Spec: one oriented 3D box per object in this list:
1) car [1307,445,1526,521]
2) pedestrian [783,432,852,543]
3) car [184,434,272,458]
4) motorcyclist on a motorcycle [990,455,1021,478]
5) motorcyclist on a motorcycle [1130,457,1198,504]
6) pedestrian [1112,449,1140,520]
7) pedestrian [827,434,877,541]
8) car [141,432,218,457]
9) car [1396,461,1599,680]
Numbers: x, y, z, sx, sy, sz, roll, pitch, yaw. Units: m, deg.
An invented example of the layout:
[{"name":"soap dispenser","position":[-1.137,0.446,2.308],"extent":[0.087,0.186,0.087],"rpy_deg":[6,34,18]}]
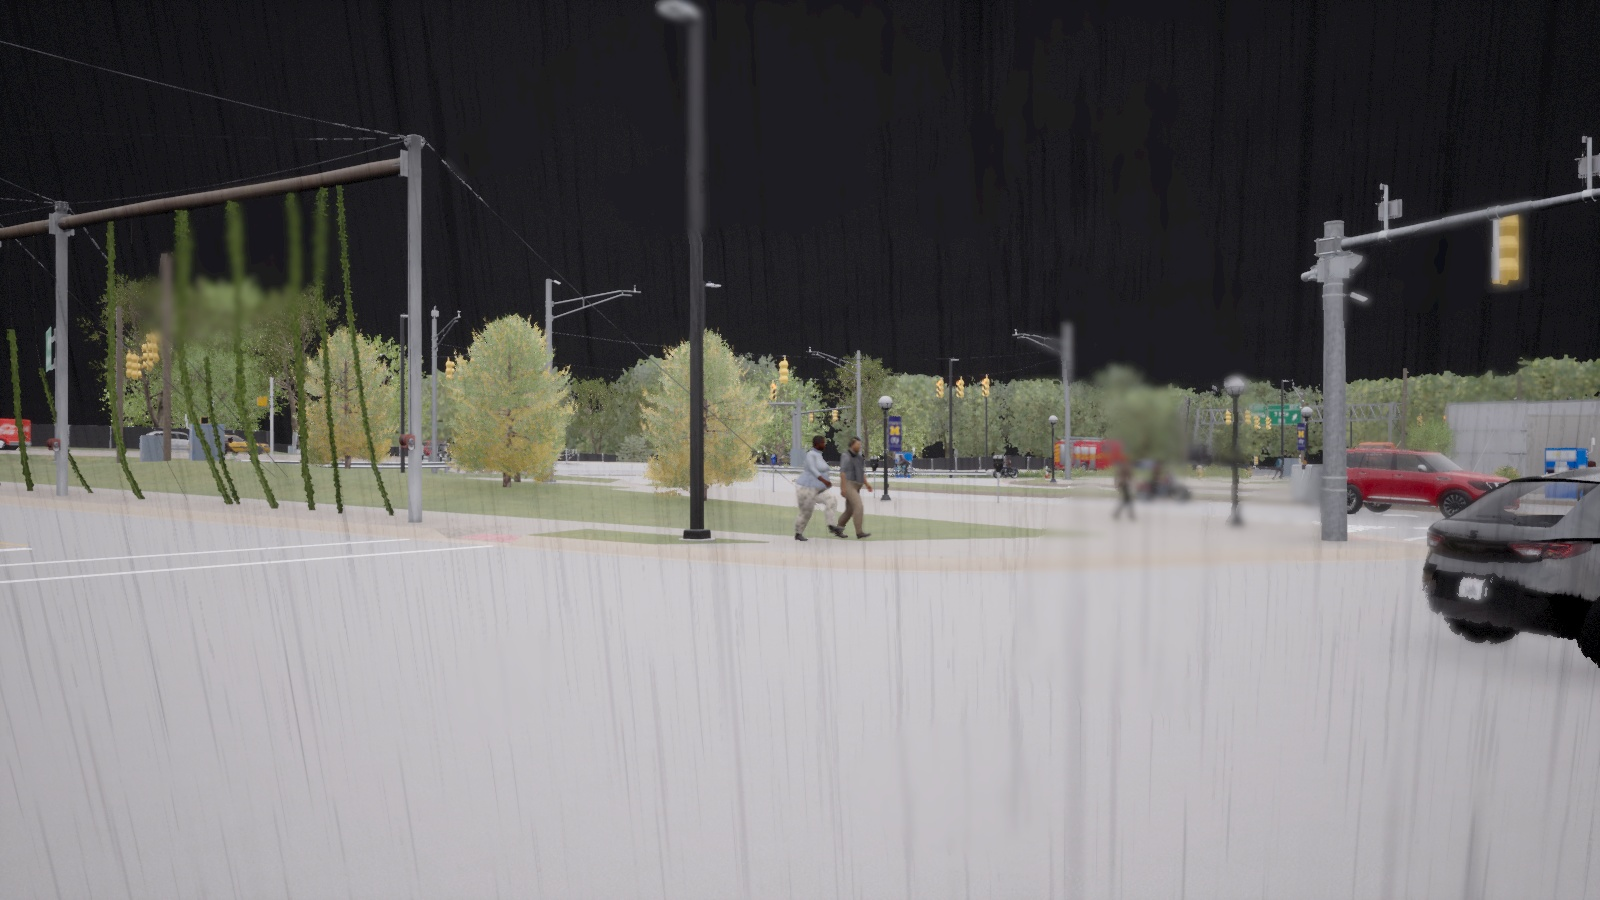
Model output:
[{"name":"car","position":[18.649,0.938,38.240],"extent":[2.150,2.045,5.566],"rpy_deg":[0,1,-38]},{"name":"pedestrian","position":[0.306,0.629,21.512],"extent":[0.900,1.855,0.874],"rpy_deg":[0,0,23]},{"name":"car","position":[-39.886,-0.241,87.672],"extent":[5.366,1.575,1.801],"rpy_deg":[1,-1,-34]},{"name":"motorcyclist on a motorcycle","position":[14.901,1.226,90.973],"extent":[2.350,1.649,0.766],"rpy_deg":[1,-1,-33]},{"name":"motorcyclist on a motorcycle","position":[13.129,1.084,45.398],"extent":[0.766,1.649,2.350],"rpy_deg":[0,-1,-38]},{"name":"pedestrian","position":[8.589,0.911,33.106],"extent":[0.331,1.846,0.634],"rpy_deg":[0,0,-34]},{"name":"pedestrian","position":[0.915,0.645,22.140],"extent":[0.694,1.848,0.540],"rpy_deg":[0,0,32]},{"name":"car","position":[-44.013,-0.369,89.131],"extent":[4.611,1.667,2.242],"rpy_deg":[1,-1,-34]},{"name":"car","position":[7.125,0.819,9.727],"extent":[4.193,1.474,1.816],"rpy_deg":[-1,-1,-7]}]
